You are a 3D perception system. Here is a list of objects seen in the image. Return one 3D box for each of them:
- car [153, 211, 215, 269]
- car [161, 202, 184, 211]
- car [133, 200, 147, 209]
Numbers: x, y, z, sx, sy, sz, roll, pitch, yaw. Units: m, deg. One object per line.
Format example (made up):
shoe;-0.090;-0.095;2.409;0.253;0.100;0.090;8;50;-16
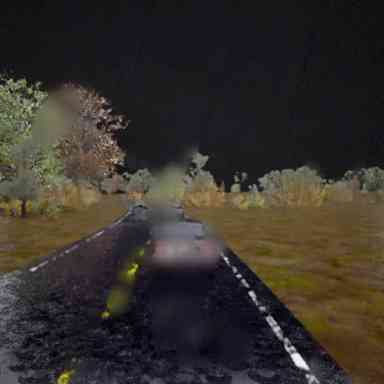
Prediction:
car;-0.297;1.623;11.395;2.033;1.411;5.357;0;0;-2
car;-1.742;1.691;30.126;2.128;1.511;4.902;0;0;-6
car;-7.992;1.905;51.281;1.994;1.385;4.181;0;0;-10
